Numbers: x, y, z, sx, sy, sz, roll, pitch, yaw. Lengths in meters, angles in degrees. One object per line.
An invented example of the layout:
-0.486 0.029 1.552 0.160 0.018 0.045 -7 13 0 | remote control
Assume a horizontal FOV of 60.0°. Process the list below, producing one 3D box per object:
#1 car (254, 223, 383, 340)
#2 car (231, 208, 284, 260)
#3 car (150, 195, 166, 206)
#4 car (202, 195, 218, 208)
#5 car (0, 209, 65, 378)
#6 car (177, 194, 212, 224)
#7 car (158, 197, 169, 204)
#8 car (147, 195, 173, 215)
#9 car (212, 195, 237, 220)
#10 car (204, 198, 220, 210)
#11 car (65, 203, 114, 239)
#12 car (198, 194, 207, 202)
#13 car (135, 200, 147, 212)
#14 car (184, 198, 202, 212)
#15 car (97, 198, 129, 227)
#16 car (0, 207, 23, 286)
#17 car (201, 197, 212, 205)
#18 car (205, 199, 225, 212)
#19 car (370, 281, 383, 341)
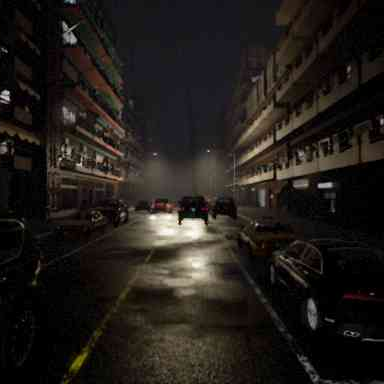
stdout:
2.696 1.561 6.480 2.008 1.369 4.403 1 0 0 | car
2.693 1.544 12.218 1.752 1.417 4.829 1 0 0 | car
-5.712 1.408 56.619 2.192 1.841 5.009 1 0 0 | car
2.671 1.399 51.022 2.192 1.841 5.009 1 0 0 | car
-3.115 1.226 2.604 2.150 2.045 5.566 0 0 -1 | car
0.085 1.263 25.176 2.150 2.045 5.566 0 0 0 | car
-5.723 1.696 67.755 1.802 1.307 4.206 1 0 0 | car
-3.118 1.407 34.839 2.097 1.767 4.553 0 0 0 | car
2.686 1.360 28.752 2.192 1.841 5.009 1 0 0 | car
2.672 1.619 45.455 1.887 1.381 4.507 1 0 0 | car
-5.691 1.551 17.474 1.752 1.417 4.829 1 0 0 | car
2.650 1.462 84.431 2.192 1.841 5.009 1 0 0 | car
-5.705 1.629 39.916 1.947 1.339 4.313 1 0 0 | car
0.074 1.560 41.558 2.128 1.511 4.902 0 0 0 | car
-5.692 1.350 23.212 2.192 1.841 5.009 1 0 0 | car
-5.681 1.324 6.509 2.192 1.841 5.009 1 0 0 | car
2.661 1.670 62.159 1.947 1.339 4.313 1 0 0 | car
2.675 1.615 39.887 2.008 1.369 4.403 1 0 0 | car
2.699 1.553 0.912 2.008 1.369 4.403 1 0 0 | car
